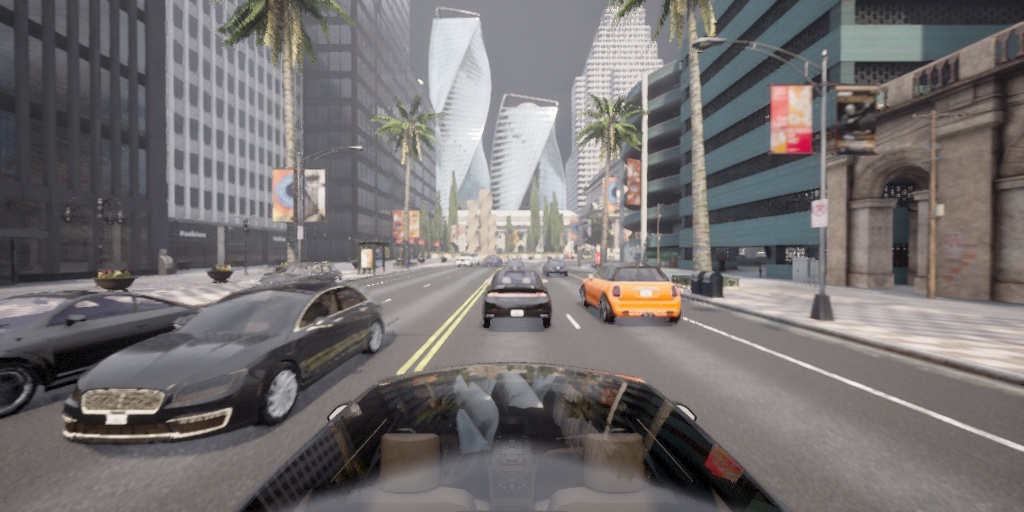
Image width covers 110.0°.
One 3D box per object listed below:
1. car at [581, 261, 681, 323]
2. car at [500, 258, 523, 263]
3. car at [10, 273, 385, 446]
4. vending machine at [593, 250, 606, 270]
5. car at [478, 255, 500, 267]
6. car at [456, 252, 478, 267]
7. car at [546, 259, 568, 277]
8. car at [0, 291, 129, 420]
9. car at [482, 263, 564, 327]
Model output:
[{"bbox_3d":[3.641,1.007,11.822,2.097,1.767,4.553,0,1,0],"label":"car"},{"bbox_3d":[0.232,1.003,31.503,2.033,1.411,5.357,0,1,0],"label":"car"},{"bbox_3d":[-3.587,1.211,5.690,1.837,1.490,4.892,0,1,0],"label":"car"},{"bbox_3d":[11.956,0.493,48.963,1.100,2.100,0.880,0,0,15],"label":"vending machine"},{"bbox_3d":[-2.640,0.639,48.024,2.097,1.767,4.553,0,1,8],"label":"car"},{"bbox_3d":[-6.034,0.491,49.711,2.150,2.045,5.566,0,0,10],"label":"car"},{"bbox_3d":[3.731,1.008,31.432,2.033,1.411,5.357,0,1,0],"label":"car"},{"bbox_3d":[-7.088,1.267,5.536,1.994,1.385,4.181,0,1,0],"label":"car"},{"bbox_3d":[0.137,1.148,11.119,2.128,1.511,4.902,0,1,0],"label":"car"}]
